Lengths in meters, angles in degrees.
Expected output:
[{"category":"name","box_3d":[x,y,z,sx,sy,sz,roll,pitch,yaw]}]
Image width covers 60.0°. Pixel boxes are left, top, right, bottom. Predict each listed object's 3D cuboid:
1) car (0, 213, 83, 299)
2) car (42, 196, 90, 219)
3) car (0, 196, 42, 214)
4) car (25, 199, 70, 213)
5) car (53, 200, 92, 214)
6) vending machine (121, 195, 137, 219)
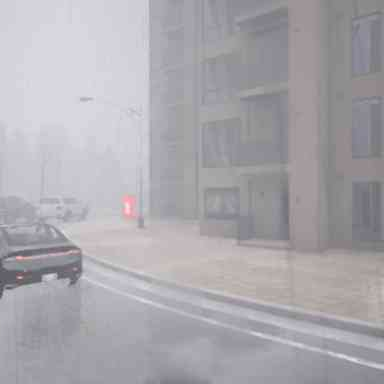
[{"category":"car","box_3d":[-4.490,1.537,8.622,2.128,1.511,4.902,0,0,-41]},{"category":"car","box_3d":[-10.456,1.349,27.112,2.150,2.045,5.566,-1,0,4]},{"category":"car","box_3d":[-13.971,1.359,25.403,2.150,2.045,5.566,-1,0,0]},{"category":"car","box_3d":[-17.504,1.676,40.617,1.882,1.535,5.008,-1,0,26]},{"category":"car","box_3d":[-14.145,1.746,39.592,1.994,1.385,4.181,0,0,26]},{"category":"vending machine","box_3d":[-5.474,1.308,29.060,1.100,2.100,0.880,0,0,11]}]
